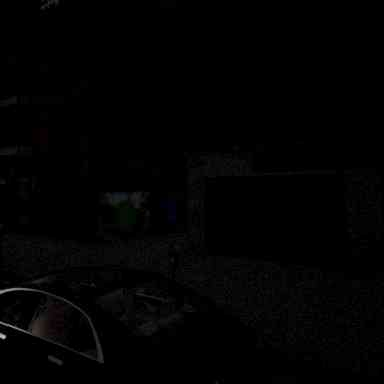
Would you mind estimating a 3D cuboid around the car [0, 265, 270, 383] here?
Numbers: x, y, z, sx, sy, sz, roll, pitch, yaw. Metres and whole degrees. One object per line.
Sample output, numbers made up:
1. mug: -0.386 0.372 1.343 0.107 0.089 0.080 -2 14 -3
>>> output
1. car: -1.339 1.550 3.803 4.403 1.369 2.008 0 0 36
